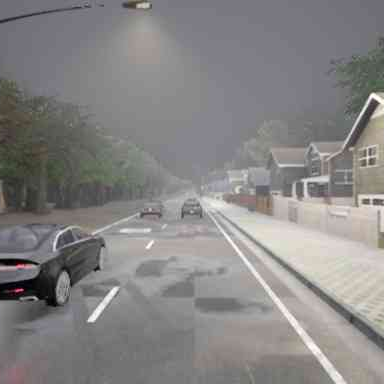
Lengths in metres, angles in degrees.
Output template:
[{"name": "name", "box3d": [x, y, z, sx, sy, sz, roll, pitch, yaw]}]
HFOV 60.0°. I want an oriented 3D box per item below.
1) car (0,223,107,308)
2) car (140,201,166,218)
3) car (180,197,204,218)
[{"name": "car", "box3d": [-3.403, 1.475, 7.850, 2.128, 1.511, 4.902, 0, 0, 0]}, {"name": "car", "box3d": [-3.419, 1.486, 29.646, 2.033, 1.411, 5.357, 0, 0, 0]}, {"name": "car", "box3d": [0.008, 1.439, 29.496, 2.128, 1.511, 4.902, 0, 0, 0]}]
